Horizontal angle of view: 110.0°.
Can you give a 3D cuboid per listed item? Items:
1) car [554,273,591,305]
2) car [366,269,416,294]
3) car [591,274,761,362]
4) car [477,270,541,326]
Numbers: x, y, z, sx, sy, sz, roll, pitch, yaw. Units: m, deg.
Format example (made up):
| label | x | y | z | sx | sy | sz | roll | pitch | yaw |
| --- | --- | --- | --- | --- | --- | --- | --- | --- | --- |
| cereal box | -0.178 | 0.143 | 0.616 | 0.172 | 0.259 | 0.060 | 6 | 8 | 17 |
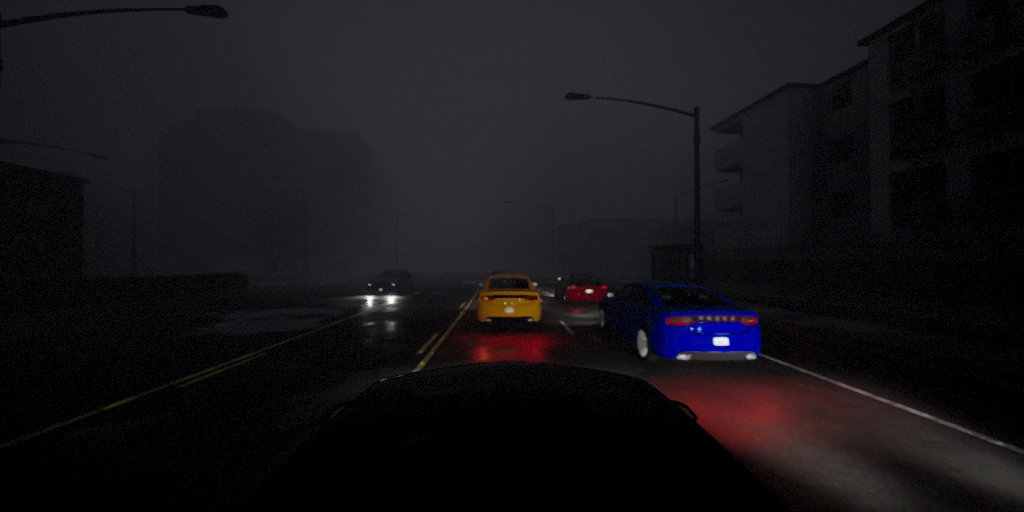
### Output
| label | x | y | z | sx | sy | sz | roll | pitch | yaw |
| --- | --- | --- | --- | --- | --- | --- | --- | --- | --- |
| car | 3.231 | 1.496 | 17.345 | 1.994 | 1.385 | 4.181 | 0 | -1 | -2 |
| car | -7.557 | 1.560 | 22.976 | 2.033 | 1.411 | 5.357 | 0 | -1 | -3 |
| car | 3.455 | 1.305 | 8.458 | 1.882 | 1.535 | 5.008 | 0 | -1 | -1 |
| car | -0.124 | 1.352 | 12.272 | 1.882 | 1.535 | 5.008 | 0 | 0 | -1 |
